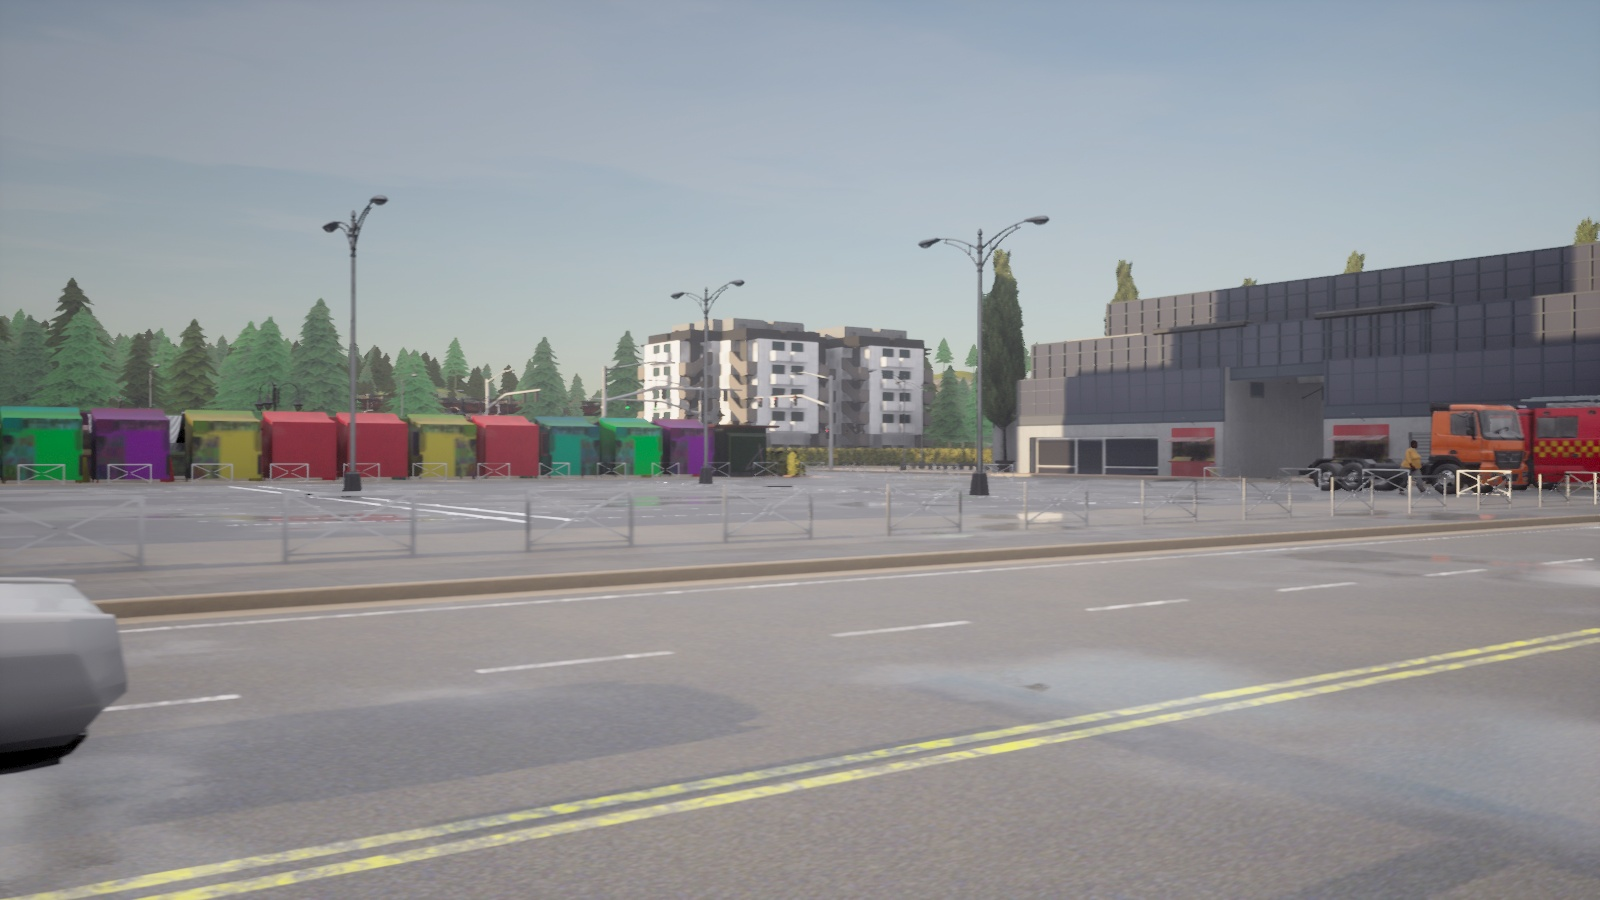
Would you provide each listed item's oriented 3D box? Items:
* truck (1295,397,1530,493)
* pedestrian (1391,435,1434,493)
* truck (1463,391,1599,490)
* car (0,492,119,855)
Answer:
[{"bbox_3d":[23.794,-0.166,49.273,2.891,3.462,7.936,0,0,-33],"label":"truck"},{"bbox_3d":[19.906,0.461,40.818,0.874,1.855,0.900,0,0,-28],"label":"pedestrian"},{"bbox_3d":[31.547,-0.363,50.262,2.891,3.827,8.468,0,0,-34],"label":"truck"},{"bbox_3d":[-5.141,0.867,4.344,4.718,1.301,1.895,0,0,-35],"label":"car"}]
